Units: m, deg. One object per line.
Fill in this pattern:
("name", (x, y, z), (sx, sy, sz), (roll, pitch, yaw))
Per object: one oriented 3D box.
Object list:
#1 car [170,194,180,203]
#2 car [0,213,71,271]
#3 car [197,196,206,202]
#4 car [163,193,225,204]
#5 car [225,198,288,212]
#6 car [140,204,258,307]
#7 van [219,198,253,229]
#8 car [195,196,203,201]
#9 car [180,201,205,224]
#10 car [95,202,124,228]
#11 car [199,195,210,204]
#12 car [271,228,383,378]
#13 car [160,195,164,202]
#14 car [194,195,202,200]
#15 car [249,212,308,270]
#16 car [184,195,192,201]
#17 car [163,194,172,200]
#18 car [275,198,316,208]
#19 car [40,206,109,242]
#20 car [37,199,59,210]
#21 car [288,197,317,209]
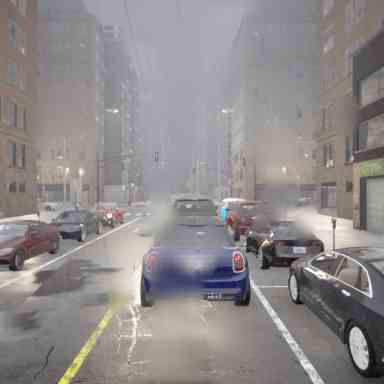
("car", (-3.613, 1.389, 71.362), (2.097, 1.767, 4.553), (0, 0, -1))
("car", (-5.694, 1.582, 10.817), (1.802, 1.307, 4.206), (0, 0, 0))
("car", (2.105, 1.622, 77.093), (1.802, 1.307, 4.206), (0, 0, -1))
("car", (0.058, 1.222, 15.487), (2.150, 2.045, 5.566), (0, 0, 0))
("car", (2.816, 1.315, 16.374), (2.192, 1.841, 5.009), (0, 0, 0))
("car", (0.030, 1.352, 8.152), (2.097, 1.767, 4.553), (0, 0, -1))
("van", (2.800, 1.342, 21.898), (1.690, 1.788, 3.998), (0, 0, 0))
("car", (1.824, 1.639, 88.395), (1.802, 1.307, 4.206), (0, 0, -1))
("car", (0.025, 1.526, 26.053), (1.812, 1.442, 4.674), (0, 0, -1))
("car", (-5.726, 1.441, 21.867), (1.967, 1.590, 4.097), (0, 0, 0))
("car", (2.386, 1.468, 65.787), (1.967, 1.590, 4.097), (0, 0, -1))
("car", (2.848, 1.551, 5.327), (2.008, 1.369, 4.403), (0, 0, 0))
("car", (-6.417, 1.480, 76.890), (1.967, 1.590, 4.097), (0, 0, -1))
("car", (1.682, 1.620, 94.048), (1.887, 1.381, 4.507), (0, 0, -1))
("car", (2.831, 1.566, 10.850), (1.947, 1.339, 4.313), (0, 0, 0))
("car", (-1.099, 1.616, 91.021), (1.994, 1.385, 4.181), (0, 0, -1))
("car", (-6.841, 1.390, 93.850), (2.192, 1.841, 5.009), (0, 0, -1))
("car", (15.047, 1.541, 48.741), (5.357, 1.411, 2.033), (0, 0, 0))
("car", (-5.710, 1.566, 16.342), (1.947, 1.339, 4.313), (0, 0, 0))
("car", (-17.873, 1.540, 38.519), (4.674, 1.442, 1.812), (0, 0, -2))
("car", (14.912, 1.481, 45.489), (4.902, 1.511, 2.128), (0, 0, 0))
